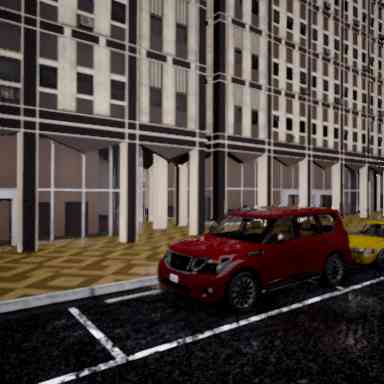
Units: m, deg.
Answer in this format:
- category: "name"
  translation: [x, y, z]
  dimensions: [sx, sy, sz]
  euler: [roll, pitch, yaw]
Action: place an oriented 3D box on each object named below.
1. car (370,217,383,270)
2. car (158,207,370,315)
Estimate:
- category: "car"
  translation: [6.202, 1.521, 10.979]
  dimensions: [4.829, 1.417, 1.752]
  euler: [0, 0, -36]
- category: "car"
  translation: [1.711, 1.312, 7.772]
  dimensions: [5.009, 1.841, 2.192]
  euler: [0, 0, -36]
